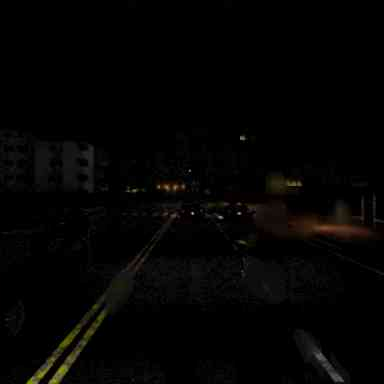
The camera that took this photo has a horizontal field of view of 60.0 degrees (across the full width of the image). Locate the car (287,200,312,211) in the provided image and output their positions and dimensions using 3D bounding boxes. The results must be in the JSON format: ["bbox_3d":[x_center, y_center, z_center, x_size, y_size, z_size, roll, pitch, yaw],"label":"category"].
[{"bbox_3d":[13.179,1.568,38.373,4.181,1.385,1.994,0,0,-2],"label":"car"}]

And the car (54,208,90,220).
[{"bbox_3d":[-7.064,1.566,18.189,1.994,1.385,4.181,0,0,0],"label":"car"}]

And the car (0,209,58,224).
[{"bbox_3d":[-7.003,1.566,12.587,1.994,1.385,4.181,0,0,0],"label":"car"}]

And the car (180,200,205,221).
[{"bbox_3d":[0.047,1.567,26.922,1.994,1.385,4.181,0,0,0],"label":"car"}]

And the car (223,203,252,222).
[{"bbox_3d":[3.537,1.567,26.601,1.994,1.385,4.181,0,0,1],"label":"car"}]

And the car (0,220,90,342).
[{"bbox_3d":[-3.559,1.526,6.598,1.812,1.442,4.674,0,0,0],"label":"car"}]
